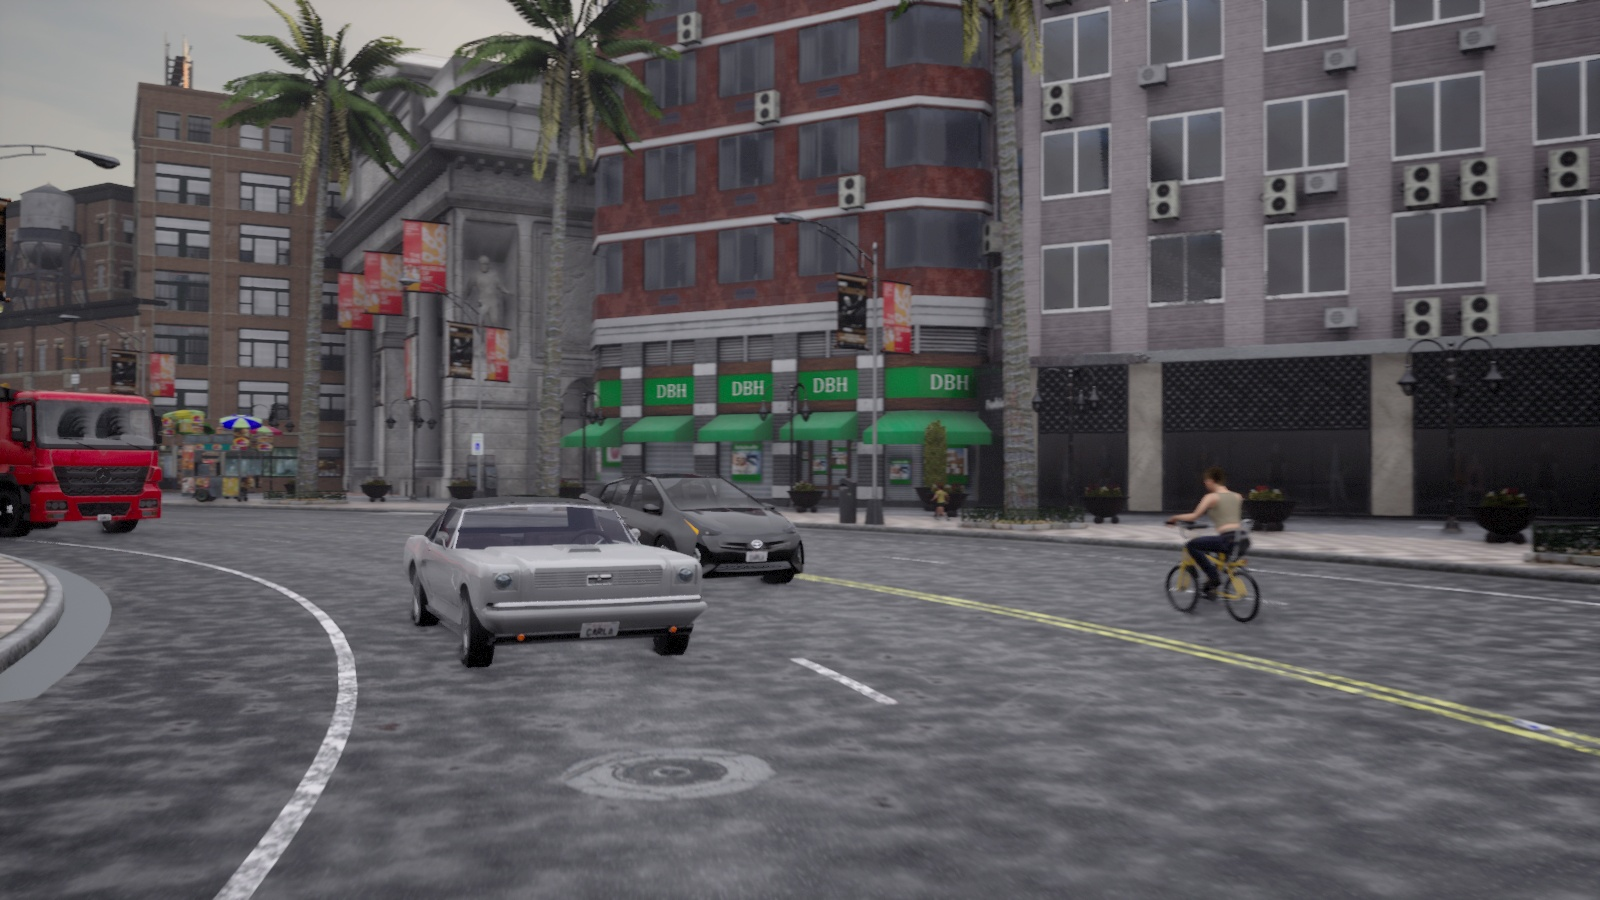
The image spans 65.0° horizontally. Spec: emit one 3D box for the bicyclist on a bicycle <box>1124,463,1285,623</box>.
[{"bbox_3d":[4.324,0.955,13.540,0.866,1.612,1.509,0,-1,-21],"label":"bicyclist on a bicycle"}]

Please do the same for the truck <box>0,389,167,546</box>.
[{"bbox_3d":[-19.189,0.455,31.000,7.936,3.462,2.891,-1,-1,34],"label":"truck"}]

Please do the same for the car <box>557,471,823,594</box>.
[{"bbox_3d":[-1.739,1.074,18.111,2.007,1.525,4.514,0,-1,-32],"label":"car"}]

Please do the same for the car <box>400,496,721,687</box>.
[{"bbox_3d":[-2.464,1.125,11.739,1.895,1.301,4.718,0,-1,-24],"label":"car"}]

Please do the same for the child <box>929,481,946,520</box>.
[{"bbox_3d":[3.930,1.430,35.797,0.394,1.110,0.255,-1,-1,42],"label":"child"}]

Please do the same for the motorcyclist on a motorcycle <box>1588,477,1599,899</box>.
[{"bbox_3d":[3.345,0.838,3.494,0.797,1.523,2.044,-1,-1,-8],"label":"motorcyclist on a motorcycle"}]
